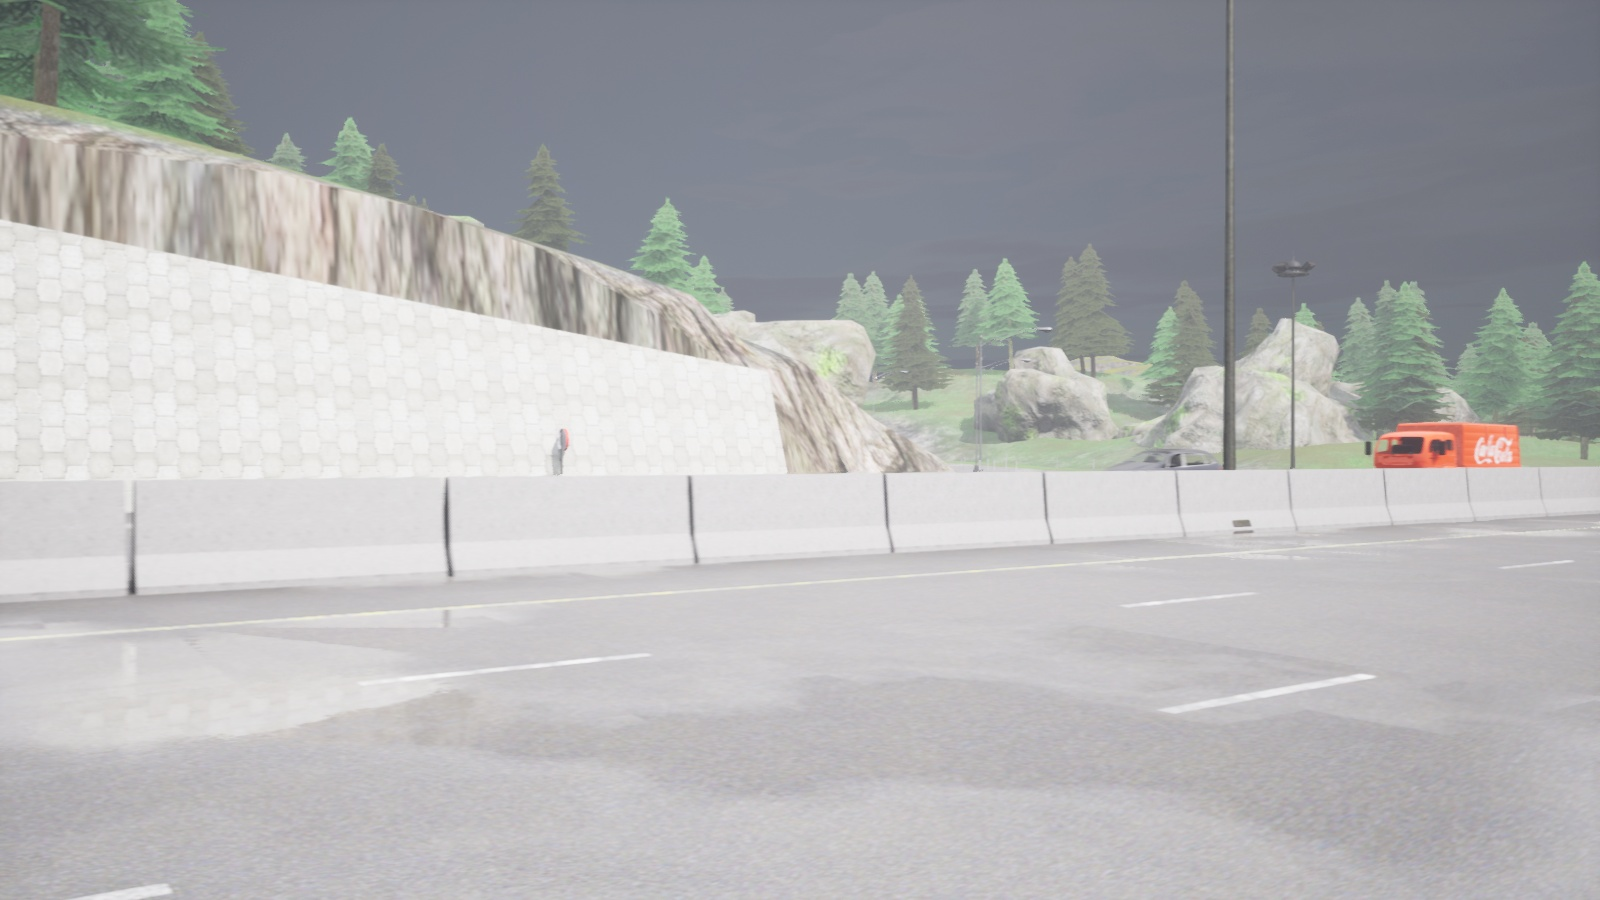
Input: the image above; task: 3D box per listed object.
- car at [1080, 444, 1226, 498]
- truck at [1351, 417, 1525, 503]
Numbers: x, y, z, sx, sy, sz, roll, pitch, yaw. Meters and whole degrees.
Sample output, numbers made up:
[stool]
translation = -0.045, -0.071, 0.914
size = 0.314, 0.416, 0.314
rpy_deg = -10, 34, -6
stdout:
[car]
translation = 11.736, 0.668, 41.679
size = 4.611, 1.667, 2.242
rpy_deg = 0, 0, -35
[truck]
translation = 19.659, 0.316, 38.665
size = 5.204, 2.467, 2.627
rpy_deg = 0, 0, -35
